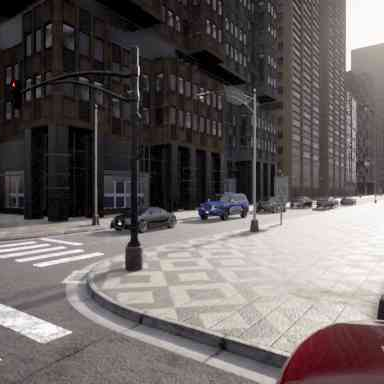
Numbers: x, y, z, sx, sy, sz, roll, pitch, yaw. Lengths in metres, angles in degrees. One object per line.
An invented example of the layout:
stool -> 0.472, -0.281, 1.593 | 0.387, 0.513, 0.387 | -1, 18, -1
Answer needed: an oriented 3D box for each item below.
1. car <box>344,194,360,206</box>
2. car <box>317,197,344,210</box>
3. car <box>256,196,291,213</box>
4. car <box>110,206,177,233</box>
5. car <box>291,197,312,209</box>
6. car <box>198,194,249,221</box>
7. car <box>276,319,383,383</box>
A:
car -> 25.010, 1.430, 53.295 | 1.994, 1.385, 4.181 | 0, 0, 35
car -> 17.374, 1.389, 42.483 | 2.128, 1.511, 4.902 | 0, 0, 35
car -> 8.370, 1.270, 35.269 | 2.097, 1.767, 4.553 | 0, 0, 35
car -> -2.749, 1.525, 19.546 | 1.994, 1.385, 4.181 | 0, 0, 35
car -> 14.352, 1.386, 43.675 | 2.128, 1.511, 4.902 | 0, 0, 35
car -> 2.735, 1.161, 27.312 | 2.150, 2.045, 5.566 | 0, 0, 35
car -> 2.681, 1.315, 1.048 | 5.009, 1.841, 2.192 | 0, 0, 35
